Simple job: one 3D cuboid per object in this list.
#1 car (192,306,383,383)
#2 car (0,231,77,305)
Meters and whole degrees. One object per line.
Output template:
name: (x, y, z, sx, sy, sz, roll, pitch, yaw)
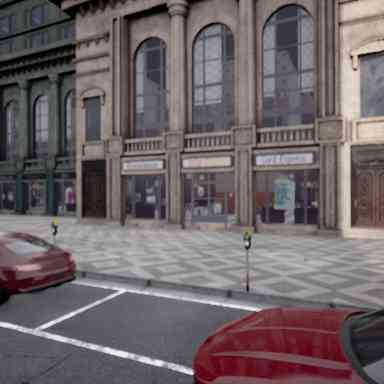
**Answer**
car: (2.399, 1.478, 2.283, 5.008, 1.535, 1.882, 0, 0, 23)
car: (-4.595, 1.577, 7.684, 4.206, 1.307, 1.802, 0, 0, 25)
